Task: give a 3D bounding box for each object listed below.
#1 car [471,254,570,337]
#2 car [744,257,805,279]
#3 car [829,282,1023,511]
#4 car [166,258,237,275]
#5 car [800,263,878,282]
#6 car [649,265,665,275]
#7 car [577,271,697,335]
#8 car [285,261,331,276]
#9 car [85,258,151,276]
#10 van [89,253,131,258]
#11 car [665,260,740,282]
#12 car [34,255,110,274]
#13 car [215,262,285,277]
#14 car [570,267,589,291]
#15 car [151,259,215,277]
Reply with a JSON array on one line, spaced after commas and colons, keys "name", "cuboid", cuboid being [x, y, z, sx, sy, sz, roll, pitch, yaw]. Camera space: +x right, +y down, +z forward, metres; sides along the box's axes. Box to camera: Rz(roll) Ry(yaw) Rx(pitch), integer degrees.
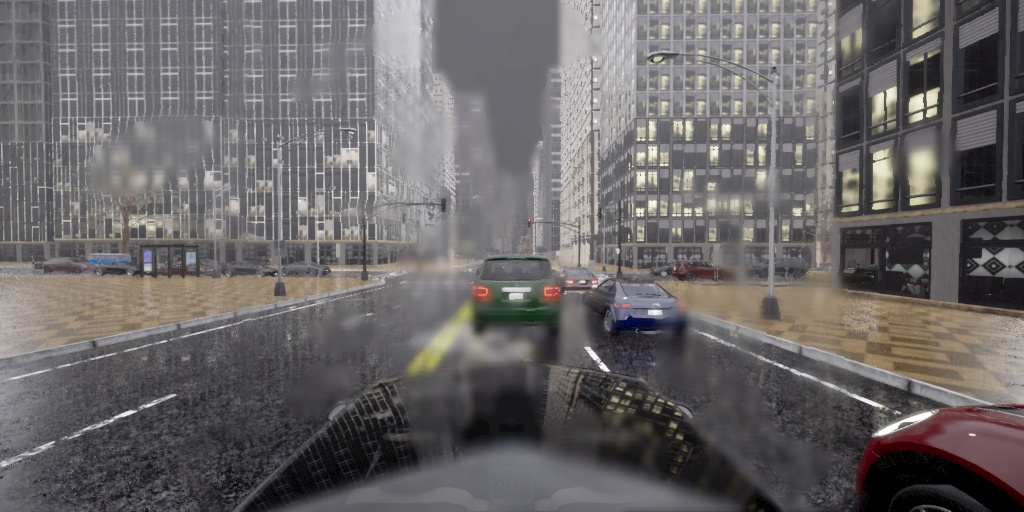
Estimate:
[{"name": "car", "cuboid": [0.118, 0.967, 10.415, 2.150, 2.045, 5.566, 0, 0, 0]}, {"name": "car", "cuboid": [26.563, 1.172, 36.122, 5.566, 2.045, 2.150, 1, 1, 1]}, {"name": "car", "cuboid": [3.344, 1.103, 0.464, 2.097, 1.767, 4.553, 0, 0, 0]}, {"name": "car", "cuboid": [-29.367, 0.994, 34.006, 4.902, 1.511, 2.128, 1, 1, 1]}, {"name": "car", "cuboid": [27.701, 1.578, 30.321, 4.829, 1.417, 1.751, 0, 0, 1]}, {"name": "car", "cuboid": [16.486, 1.367, 36.342, 4.892, 1.490, 1.837, 0, 1, -1]}, {"name": "car", "cuboid": [3.375, 1.310, 10.508, 1.994, 1.385, 4.181, 0, 0, -1]}, {"name": "car", "cuboid": [-19.398, 1.157, 33.784, 4.181, 1.385, 1.994, 1, 1, 1]}, {"name": "car", "cuboid": [-34.034, 1.069, 31.480, 4.313, 1.339, 1.948, 0, 0, 1]}, {"name": "van", "cuboid": [-45.207, 0.605, 40.164, 3.998, 1.789, 1.690, 0, 0, 1]}, {"name": "car", "cuboid": [16.254, 1.269, 30.542, 5.009, 1.841, 2.192, 0, 0, 1]}, {"name": "car", "cuboid": [-41.999, 0.914, 34.305, 4.674, 1.442, 1.812, 1, 1, 1]}, {"name": "car", "cuboid": [-22.670, 1.174, 31.150, 4.313, 1.339, 1.948, 0, 0, 1]}, {"name": "car", "cuboid": [3.390, 1.288, 19.750, 2.033, 1.411, 5.357, 0, 0, 0]}, {"name": "car", "cuboid": [-28.354, 1.138, 31.295, 4.207, 1.307, 1.802, 0, 0, 1]}]
